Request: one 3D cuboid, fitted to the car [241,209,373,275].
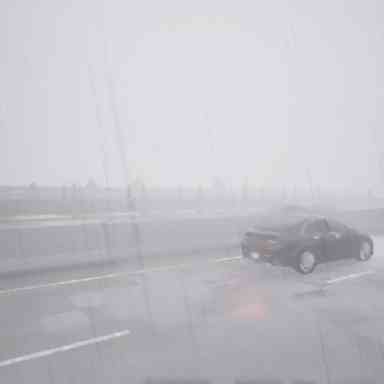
[{"bbox_3d":[3.720,1.469,10.387,4.892,1.490,1.837,0,0,-34],"label":"car"}]

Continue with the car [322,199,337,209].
[{"bbox_3d":[12.745,1.415,33.492,4.674,1.442,1.812,0,0,-34],"label":"car"}]

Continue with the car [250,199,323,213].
[{"bbox_3d":[5.441,1.406,20.222,5.008,1.535,1.882,0,0,-34],"label":"car"}]
